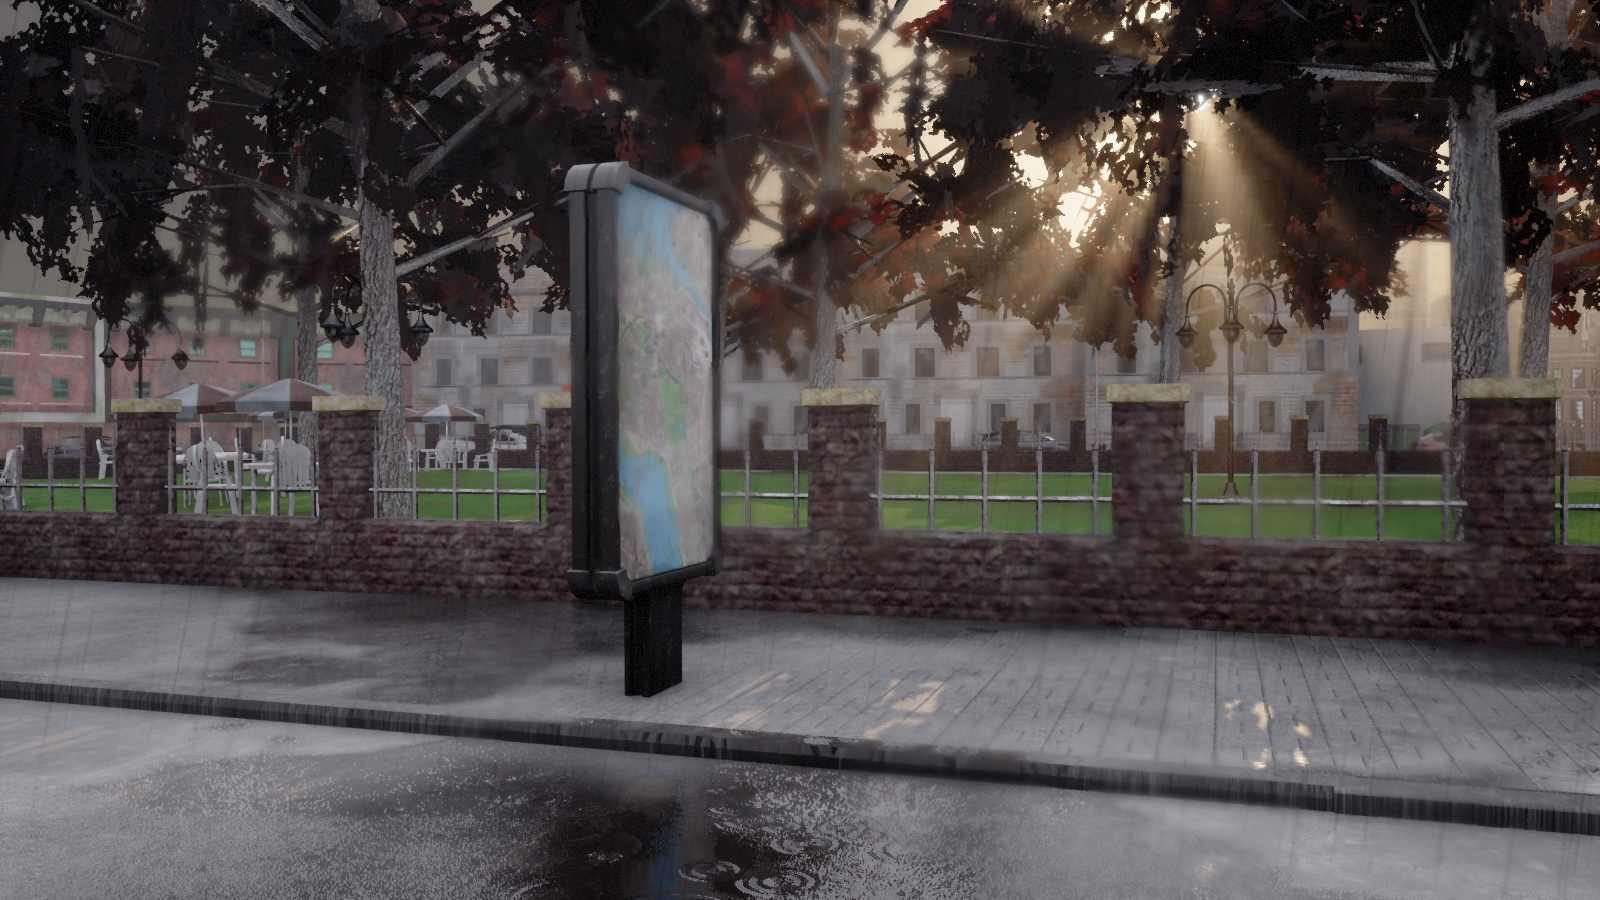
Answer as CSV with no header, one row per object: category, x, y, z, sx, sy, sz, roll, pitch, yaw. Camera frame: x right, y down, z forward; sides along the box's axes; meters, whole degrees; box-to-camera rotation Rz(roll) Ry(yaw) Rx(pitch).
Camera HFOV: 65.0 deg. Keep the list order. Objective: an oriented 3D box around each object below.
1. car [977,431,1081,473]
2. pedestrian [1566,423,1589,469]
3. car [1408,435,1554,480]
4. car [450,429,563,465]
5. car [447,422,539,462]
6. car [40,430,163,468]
car,8.852,0.062,48.478,3.705,1.549,1.789,0,1,18
pedestrian,31.905,-0.169,51.531,0.694,1.848,0.540,0,1,17
car,23.551,0.230,43.601,4.193,1.474,1.816,1,1,18
car,-13.014,-0.168,55.761,4.514,1.525,2.007,1,1,18
car,-14.787,-0.402,60.532,3.866,1.878,1.905,1,1,18
car,-28.022,-0.074,50.531,1.816,1.474,4.193,1,1,18
